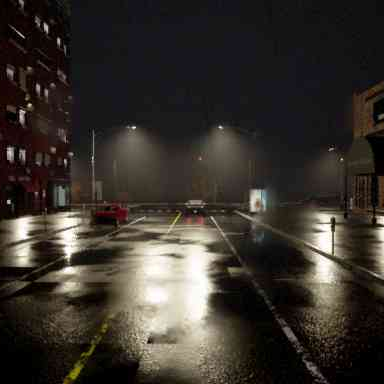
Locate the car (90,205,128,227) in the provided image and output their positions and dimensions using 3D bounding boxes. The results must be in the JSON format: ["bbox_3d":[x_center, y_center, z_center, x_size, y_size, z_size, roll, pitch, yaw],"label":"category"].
[{"bbox_3d":[-5.508,1.539,22.470,1.887,1.381,4.507,-1,0,1],"label":"car"}]

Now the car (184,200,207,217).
[{"bbox_3d":[0.337,1.483,31.040,2.128,1.511,4.902,0,0,1],"label":"car"}]

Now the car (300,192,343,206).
[{"bbox_3d":[20.112,1.052,50.989,5.566,2.045,2.150,0,1,1],"label":"car"}]

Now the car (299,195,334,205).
[{"bbox_3d":[20.200,1.280,54.240,4.902,1.511,2.128,0,1,1],"label":"car"}]
